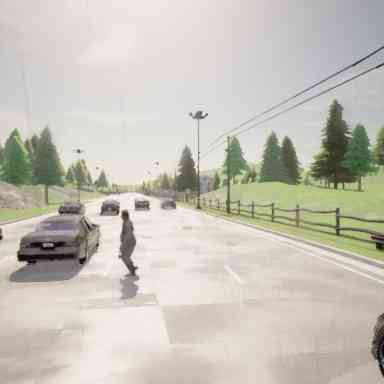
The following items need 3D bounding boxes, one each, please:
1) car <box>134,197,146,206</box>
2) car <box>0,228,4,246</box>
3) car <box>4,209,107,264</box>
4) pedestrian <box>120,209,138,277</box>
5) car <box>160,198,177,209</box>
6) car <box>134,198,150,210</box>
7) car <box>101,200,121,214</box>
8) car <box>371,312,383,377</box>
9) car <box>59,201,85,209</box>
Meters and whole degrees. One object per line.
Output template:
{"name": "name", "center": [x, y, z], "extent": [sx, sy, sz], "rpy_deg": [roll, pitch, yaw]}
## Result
{"name": "car", "center": [-8.863, 1.601, 56.478], "extent": [1.895, 1.301, 4.718], "rpy_deg": [0, 0, -10]}
{"name": "car", "center": [-7.874, 1.601, 10.660], "extent": [1.895, 1.301, 4.718], "rpy_deg": [0, 0, -8]}
{"name": "car", "center": [-4.460, 1.547, 11.882], "extent": [2.033, 1.411, 5.357], "rpy_deg": [0, 0, -9]}
{"name": "pedestrian", "center": [-1.688, 1.294, 8.725], "extent": [0.375, 1.860, 0.375], "rpy_deg": [0, 0, -7]}
{"name": "car", "center": [-3.276, 1.526, 45.197], "extent": [1.812, 1.442, 4.674], "rpy_deg": [0, 0, -10]}
{"name": "car", "center": [-6.455, 1.491, 43.098], "extent": [2.128, 1.511, 4.902], "rpy_deg": [0, 0, -10]}
{"name": "car", "center": [-8.604, 1.525, 35.297], "extent": [1.812, 1.442, 4.674], "rpy_deg": [0, 0, -10]}
{"name": "car", "center": [3.287, 1.565, 2.480], "extent": [1.994, 1.385, 4.181], "rpy_deg": [0, 0, -2]}
{"name": "car", "center": [-11.660, 1.547, 32.456], "extent": [2.033, 1.411, 5.357], "rpy_deg": [0, 0, -10]}
